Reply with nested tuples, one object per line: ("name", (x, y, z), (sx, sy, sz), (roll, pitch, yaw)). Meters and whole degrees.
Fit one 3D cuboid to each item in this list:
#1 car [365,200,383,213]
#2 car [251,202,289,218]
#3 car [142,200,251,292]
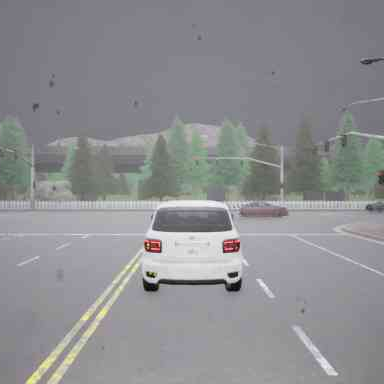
("car", (21.210, 1.508, 36.116), (4.181, 1.385, 1.994), (0, 0, 0))
("car", (6.200, 1.526, 28.865), (4.181, 1.385, 1.994), (0, 0, 0))
("car", (0.009, 1.221, 9.088), (2.150, 2.045, 5.566), (0, 0, 0))
